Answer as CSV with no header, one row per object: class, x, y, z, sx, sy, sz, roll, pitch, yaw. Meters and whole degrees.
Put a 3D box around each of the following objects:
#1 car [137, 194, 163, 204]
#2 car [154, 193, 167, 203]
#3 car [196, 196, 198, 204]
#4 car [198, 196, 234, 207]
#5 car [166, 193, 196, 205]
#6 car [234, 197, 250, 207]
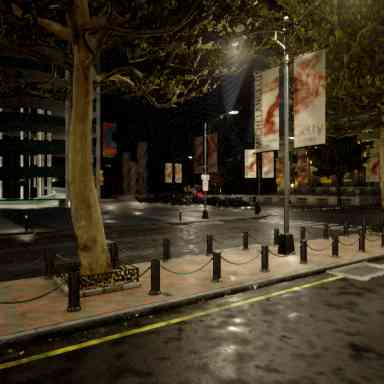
car,-8.718,1.547,65.853,5.357,1.411,2.033,0,0,43
car,-5.700,1.221,68.009,5.566,2.045,2.150,0,0,45
car,1.006,1.526,59.710,1.812,1.442,4.674,0,0,-36
car,3.522,1.478,50.230,1.882,1.535,5.008,0,0,-35
car,-1.913,1.352,57.747,2.097,1.767,4.553,0,0,-37
car,6.582,1.547,51.978,2.033,1.411,5.357,0,0,-35
